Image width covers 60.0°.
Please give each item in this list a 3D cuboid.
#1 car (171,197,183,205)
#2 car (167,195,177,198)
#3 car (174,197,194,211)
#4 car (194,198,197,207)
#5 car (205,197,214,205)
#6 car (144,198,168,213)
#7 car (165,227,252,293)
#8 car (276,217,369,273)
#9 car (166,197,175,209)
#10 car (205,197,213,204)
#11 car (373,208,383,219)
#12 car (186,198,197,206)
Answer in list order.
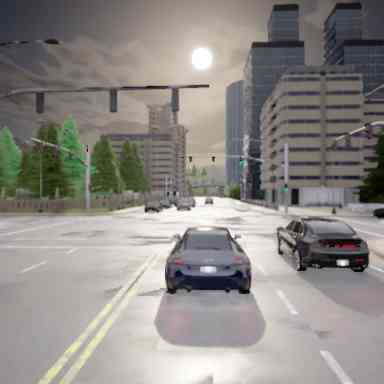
[{"bbox_3d":[-3.264,1.884,72.717,2.097,1.767,4.553,0,0,3],"label":"car"},{"bbox_3d":[-3.783,1.677,62.742,2.150,2.045,5.566,0,0,3],"label":"car"},{"bbox_3d":[-1.089,1.847,46.864,1.837,1.490,4.892,0,0,3],"label":"car"},{"bbox_3d":[-0.637,1.762,55.978,2.097,1.767,4.553,0,0,3],"label":"car"},{"bbox_3d":[3.808,2.100,74.041,1.994,1.385,4.181,0,0,3],"label":"car"},{"bbox_3d":[-4.801,1.854,42.514,2.033,1.411,5.357,0,0,3],"label":"car"},{"bbox_3d":[0.419,1.632,9.084,1.994,1.385,4.181,0,0,2],"label":"car"},{"bbox_3d":[4.050,1.592,11.024,1.837,1.490,4.892,0,0,3],"label":"car"},{"bbox_3d":[-4.316,1.928,52.576,2.033,1.411,5.357,0,0,3],"label":"car"},{"bbox_3d":[4.280,2.120,83.980,1.837,1.490,4.892,0,0,3],"label":"car"},{"bbox_3d":[19.182,1.723,30.256,5.008,1.535,1.882,0,0,3],"label":"car"},{"bbox_3d":[-0.072,1.991,66.374,1.837,1.490,4.892,0,0,3],"label":"car"}]
